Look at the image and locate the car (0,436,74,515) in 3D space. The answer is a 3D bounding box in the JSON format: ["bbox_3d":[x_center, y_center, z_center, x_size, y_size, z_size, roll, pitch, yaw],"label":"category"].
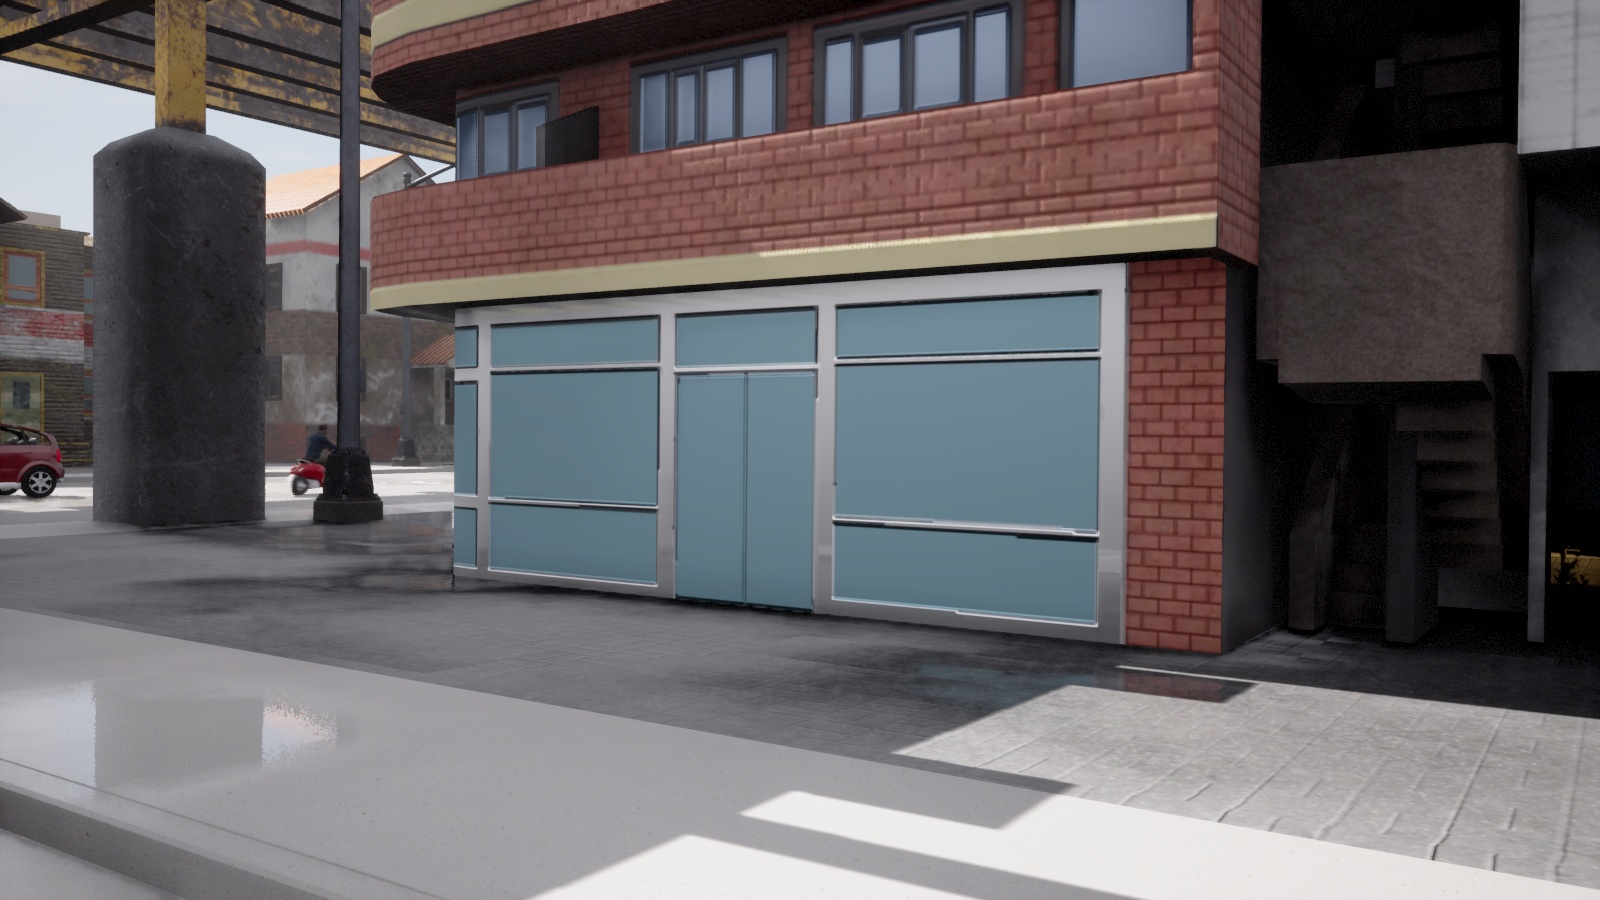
[{"bbox_3d":[-16.831,0.521,24.977,1.789,1.549,3.705,0,1,33],"label":"car"}]

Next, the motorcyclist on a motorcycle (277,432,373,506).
[{"bbox_3d":[-10.600,0.398,28.065,0.866,1.590,1.817,0,1,33],"label":"motorcyclist on a motorcycle"}]
